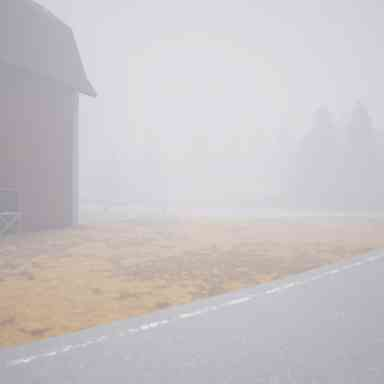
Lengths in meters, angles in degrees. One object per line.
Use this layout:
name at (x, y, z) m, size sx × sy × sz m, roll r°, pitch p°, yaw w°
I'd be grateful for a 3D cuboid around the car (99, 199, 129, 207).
car at (-12.018, 1.709, 51.406) m, size 4.718 × 1.301 × 1.895 m, roll 0°, pitch 0°, yaw 30°

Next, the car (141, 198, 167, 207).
car at (-5.966, 1.639, 51.987) m, size 4.181 × 1.385 × 1.994 m, roll 0°, pitch 0°, yaw 30°
